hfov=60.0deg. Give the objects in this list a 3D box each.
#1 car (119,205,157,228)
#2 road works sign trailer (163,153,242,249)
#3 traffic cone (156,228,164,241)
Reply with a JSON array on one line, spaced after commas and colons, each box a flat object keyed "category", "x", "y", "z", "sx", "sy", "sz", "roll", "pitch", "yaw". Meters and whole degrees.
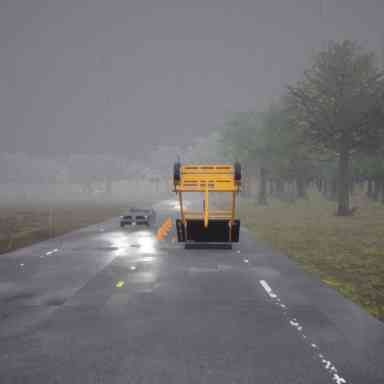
[{"category": "car", "x": -3.473, "y": 1.581, "z": 22.090, "sx": 1.895, "sy": 1.301, "sz": 4.718, "roll": 0, "pitch": 0, "yaw": 0}, {"category": "road works sign trailer", "x": 0.548, "y": 0.920, "z": 11.770, "sx": 2.380, "sy": 3.560, "sz": 2.880, "roll": 0, "pitch": 45, "yaw": 4}, {"category": "traffic cone", "x": -1.466, "y": 1.942, "z": 15.322, "sx": 0.340, "sy": 0.580, "sz": 0.340, "roll": 0, "pitch": 0, "yaw": 0}]
